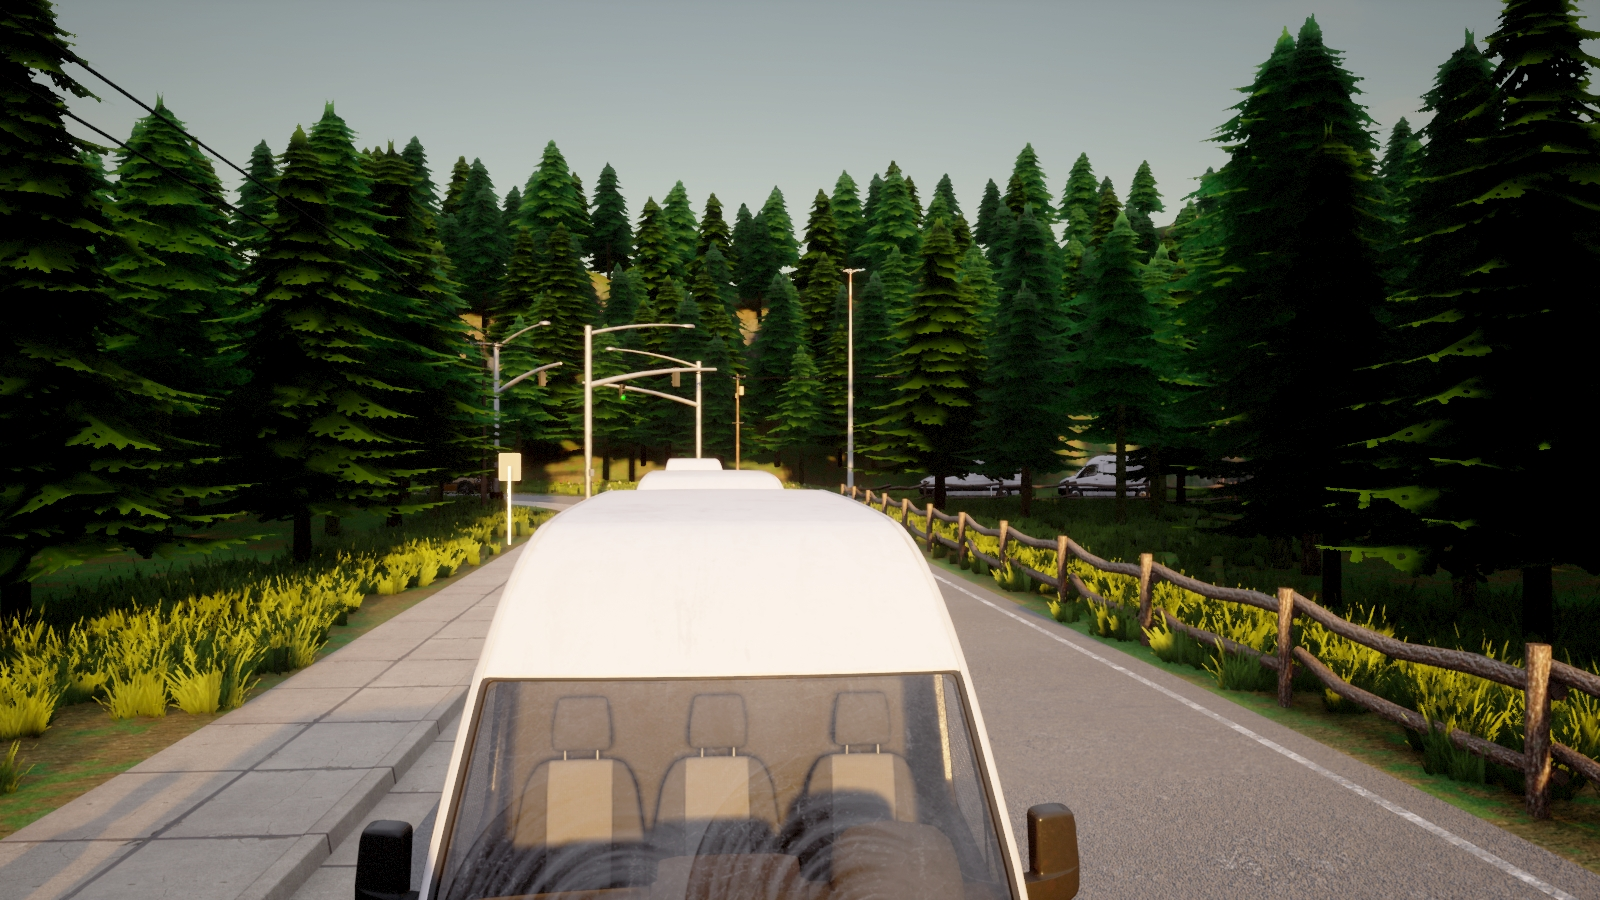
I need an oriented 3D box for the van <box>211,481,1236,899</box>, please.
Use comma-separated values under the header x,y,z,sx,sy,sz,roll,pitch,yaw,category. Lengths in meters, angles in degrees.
x,y,z,sx,sy,sz,roll,pitch,yaw,category
-0.350,1.499,5.168,1.988,2.561,5.915,0,0,-5,van
